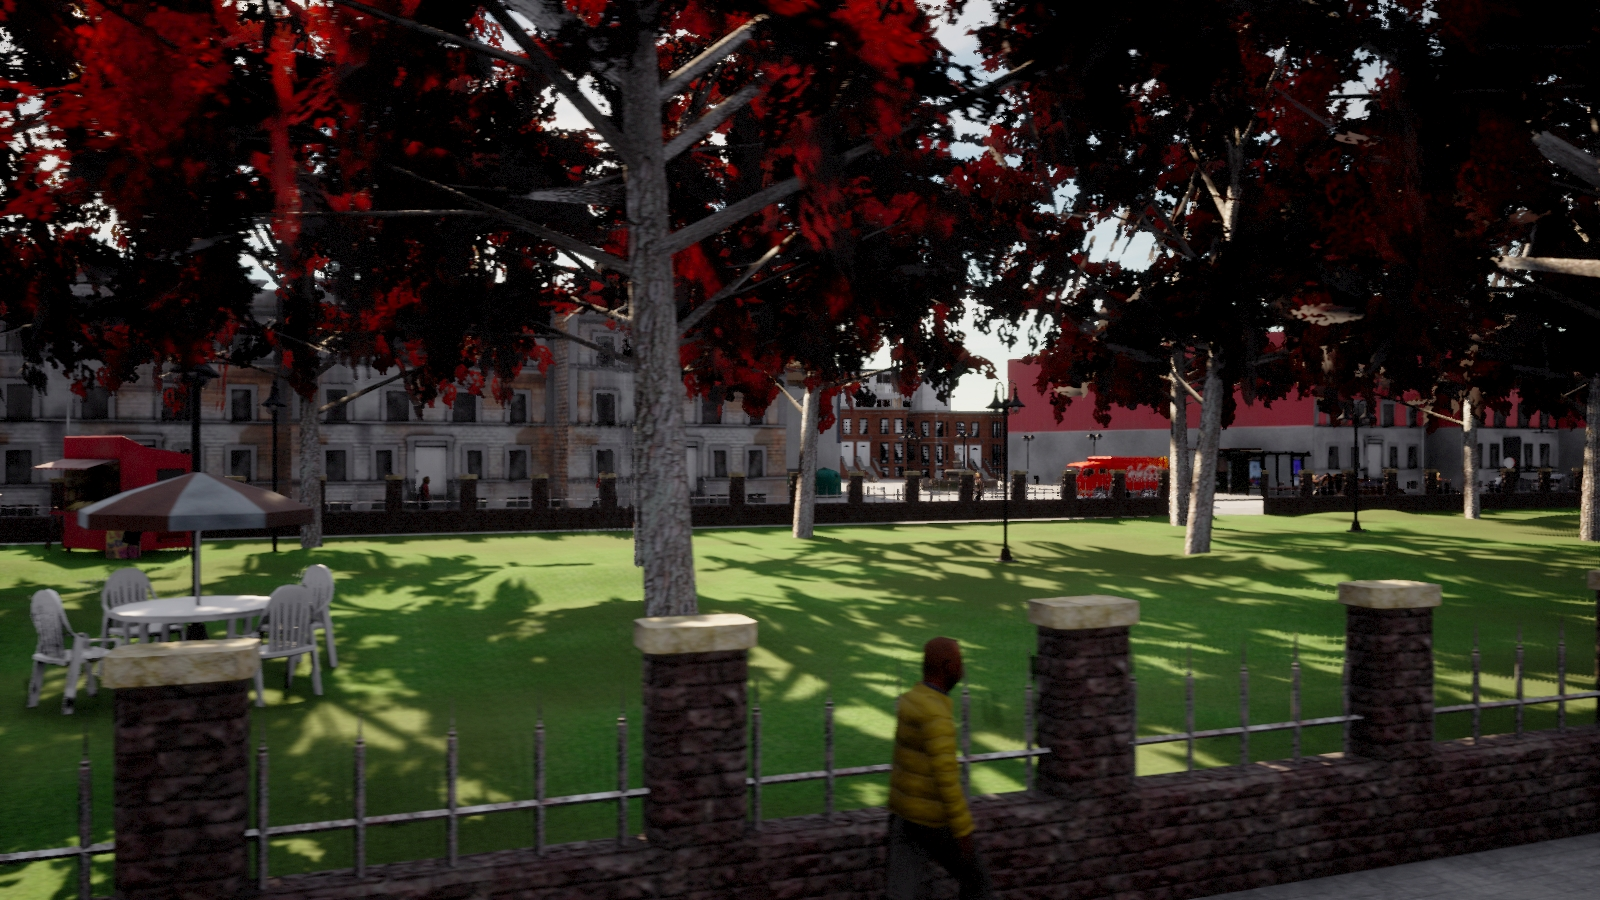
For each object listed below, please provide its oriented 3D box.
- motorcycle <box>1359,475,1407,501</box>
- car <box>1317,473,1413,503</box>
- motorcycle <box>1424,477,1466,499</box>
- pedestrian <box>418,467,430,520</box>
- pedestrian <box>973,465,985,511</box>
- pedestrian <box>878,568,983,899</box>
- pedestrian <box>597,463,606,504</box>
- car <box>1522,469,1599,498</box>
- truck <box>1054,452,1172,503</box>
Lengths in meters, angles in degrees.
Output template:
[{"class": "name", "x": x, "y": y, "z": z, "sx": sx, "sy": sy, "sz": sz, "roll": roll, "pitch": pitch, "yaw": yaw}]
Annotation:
[{"class": "motorcycle", "x": 29.957, "y": 1.949, "z": 58.692, "sx": 2.356, "sy": 1.277, "sz": 0.764, "roll": 0, "pitch": 0, "yaw": -20}, {"class": "car", "x": 28.803, "y": 1.910, "z": 58.269, "sx": 4.181, "sy": 1.385, "sz": 1.994, "roll": -1, "pitch": 0, "yaw": -20}, {"class": "motorcycle", "x": 33.961, "y": 1.993, "z": 60.159, "sx": 2.033, "sy": 1.145, "sz": 0.803, "roll": 0, "pitch": 0, "yaw": -20}, {"class": "pedestrian", "x": -13.201, "y": 1.524, "z": 40.091, "sx": 0.375, "sy": 1.860, "sz": 0.375, "roll": 0, "pitch": 0, "yaw": -16}, {"class": "pedestrian", "x": 7.231, "y": 1.523, "z": 46.108, "sx": 0.375, "sy": 1.860, "sz": 0.375, "roll": 0, "pitch": 0, "yaw": -17}, {"class": "pedestrian", "x": 0.623, "y": 1.525, "z": 5.510, "sx": 0.375, "sy": 1.860, "sz": 0.375, "roll": 0, "pitch": 0, "yaw": -20}, {"class": "pedestrian", "x": -9.115, "y": 1.524, "z": 52.423, "sx": 0.375, "sy": 1.860, "sz": 0.375, "roll": 0, "pitch": 0, "yaw": -20}, {"class": "car", "x": 42.805, "y": 1.827, "z": 63.344, "sx": 4.902, "sy": 1.511, "sz": 2.128, "roll": 0, "pitch": 0, "yaw": -20}, {"class": "truck", "x": 15.803, "y": 1.347, "z": 57.785, "sx": 5.204, "sy": 2.467, "sz": 2.627, "roll": 0, "pitch": 0, "yaw": -20}]
